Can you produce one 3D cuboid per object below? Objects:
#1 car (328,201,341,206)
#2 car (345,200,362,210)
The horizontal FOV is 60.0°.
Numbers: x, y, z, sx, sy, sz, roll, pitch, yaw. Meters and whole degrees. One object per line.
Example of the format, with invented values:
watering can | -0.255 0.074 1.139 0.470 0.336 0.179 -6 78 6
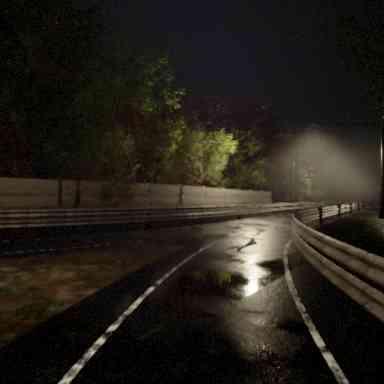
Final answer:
car | 27.992 2.506 64.956 1.994 1.385 4.181 1 -1 32
car | 29.216 2.430 60.742 2.128 1.511 4.902 1 -1 32
